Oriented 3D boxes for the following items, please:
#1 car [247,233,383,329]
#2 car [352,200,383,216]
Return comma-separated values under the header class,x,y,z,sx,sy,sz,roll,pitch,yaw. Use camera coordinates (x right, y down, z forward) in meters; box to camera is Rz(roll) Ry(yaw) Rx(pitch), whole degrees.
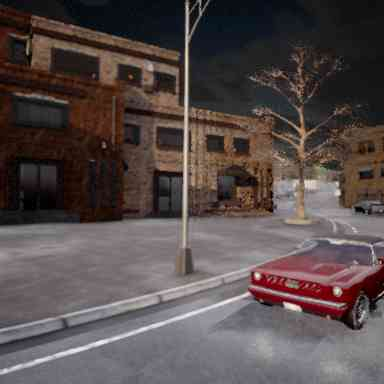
class,x,y,z,sx,sy,sz,roll,pitch,yaw
car,3.195,1.639,7.248,1.895,1.301,4.718,0,0,43
car,18.041,1.603,33.946,2.128,1.511,4.902,1,0,3
